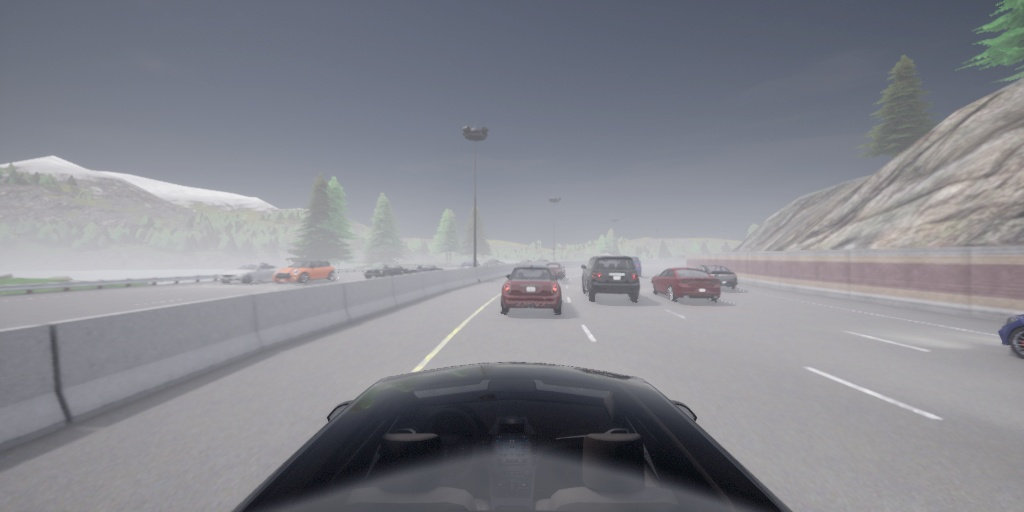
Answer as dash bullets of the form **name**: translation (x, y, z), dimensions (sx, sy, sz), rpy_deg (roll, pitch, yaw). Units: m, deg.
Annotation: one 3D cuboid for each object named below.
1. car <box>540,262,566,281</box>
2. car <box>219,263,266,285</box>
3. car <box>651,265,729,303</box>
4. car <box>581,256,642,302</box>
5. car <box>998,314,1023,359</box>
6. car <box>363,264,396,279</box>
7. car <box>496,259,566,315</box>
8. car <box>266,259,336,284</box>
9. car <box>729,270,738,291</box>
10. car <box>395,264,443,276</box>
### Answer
- **car**: translation (3.780, 1.349, 32.515), dimensions (1.812, 1.442, 4.674), rpy_deg (0, 0, 12)
- **car**: translation (-18.941, 1.267, 26.514), dimensions (1.812, 1.442, 4.674), rpy_deg (0, 0, 9)
- **car**: translation (8.198, 1.284, 17.377), dimensions (1.882, 1.535, 5.008), rpy_deg (0, 0, 7)
- **car**: translation (4.677, 1.018, 17.581), dimensions (2.150, 2.045, 5.566), rpy_deg (0, 0, 7)
- **car**: translation (10.746, 1.316, 5.248), dimensions (1.812, 1.442, 4.674), rpy_deg (0, 0, 2)
- **car**: translation (-10.961, 1.377, 31.507), dimensions (1.895, 1.301, 4.718), rpy_deg (0, 0, 11)
- **car**: translation (0.807, 1.129, 13.995), dimensions (2.097, 1.767, 4.553), rpy_deg (0, 0, 5)
- **car**: translation (-15.348, 1.105, 26.741), dimensions (2.097, 1.767, 4.553), rpy_deg (0, 0, 10)
- **car**: translation (12.565, 1.323, 22.948), dimensions (2.128, 1.511, 4.902), rpy_deg (0, 0, 10)
- **car**: translation (-7.610, 1.385, 30.441), dimensions (1.895, 1.301, 4.718), rpy_deg (0, 0, 11)
